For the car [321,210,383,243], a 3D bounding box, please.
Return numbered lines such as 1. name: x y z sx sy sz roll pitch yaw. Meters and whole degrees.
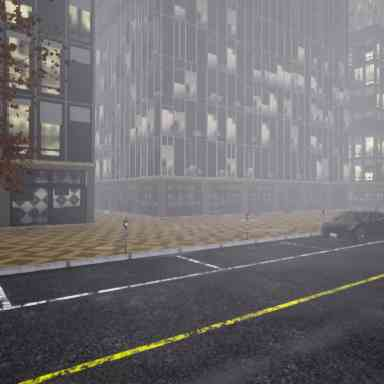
1. car: 8.140 1.563 16.226 4.313 1.339 1.947 0 0 -36
